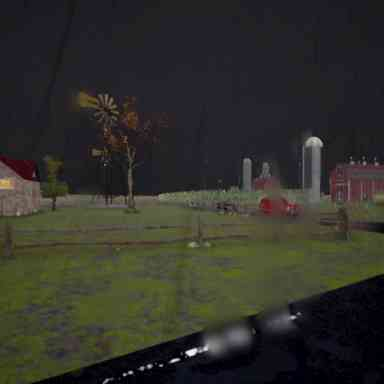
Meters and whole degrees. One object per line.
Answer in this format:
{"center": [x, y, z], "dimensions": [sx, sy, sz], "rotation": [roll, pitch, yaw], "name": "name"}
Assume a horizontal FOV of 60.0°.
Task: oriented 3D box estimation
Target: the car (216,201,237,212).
{"center": [4.931, 2.054, 47.665], "dimensions": [2.128, 1.511, 4.902], "rotation": [1, -1, -15], "name": "car"}

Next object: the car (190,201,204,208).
{"center": [0.960, 2.423, 63.011], "dimensions": [1.895, 1.301, 4.718], "rotation": [1, -1, -14], "name": "car"}

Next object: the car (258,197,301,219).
{"center": [8.680, 1.554, 33.465], "dimensions": [2.150, 2.045, 5.566], "rotation": [1, -1, -15], "name": "car"}
